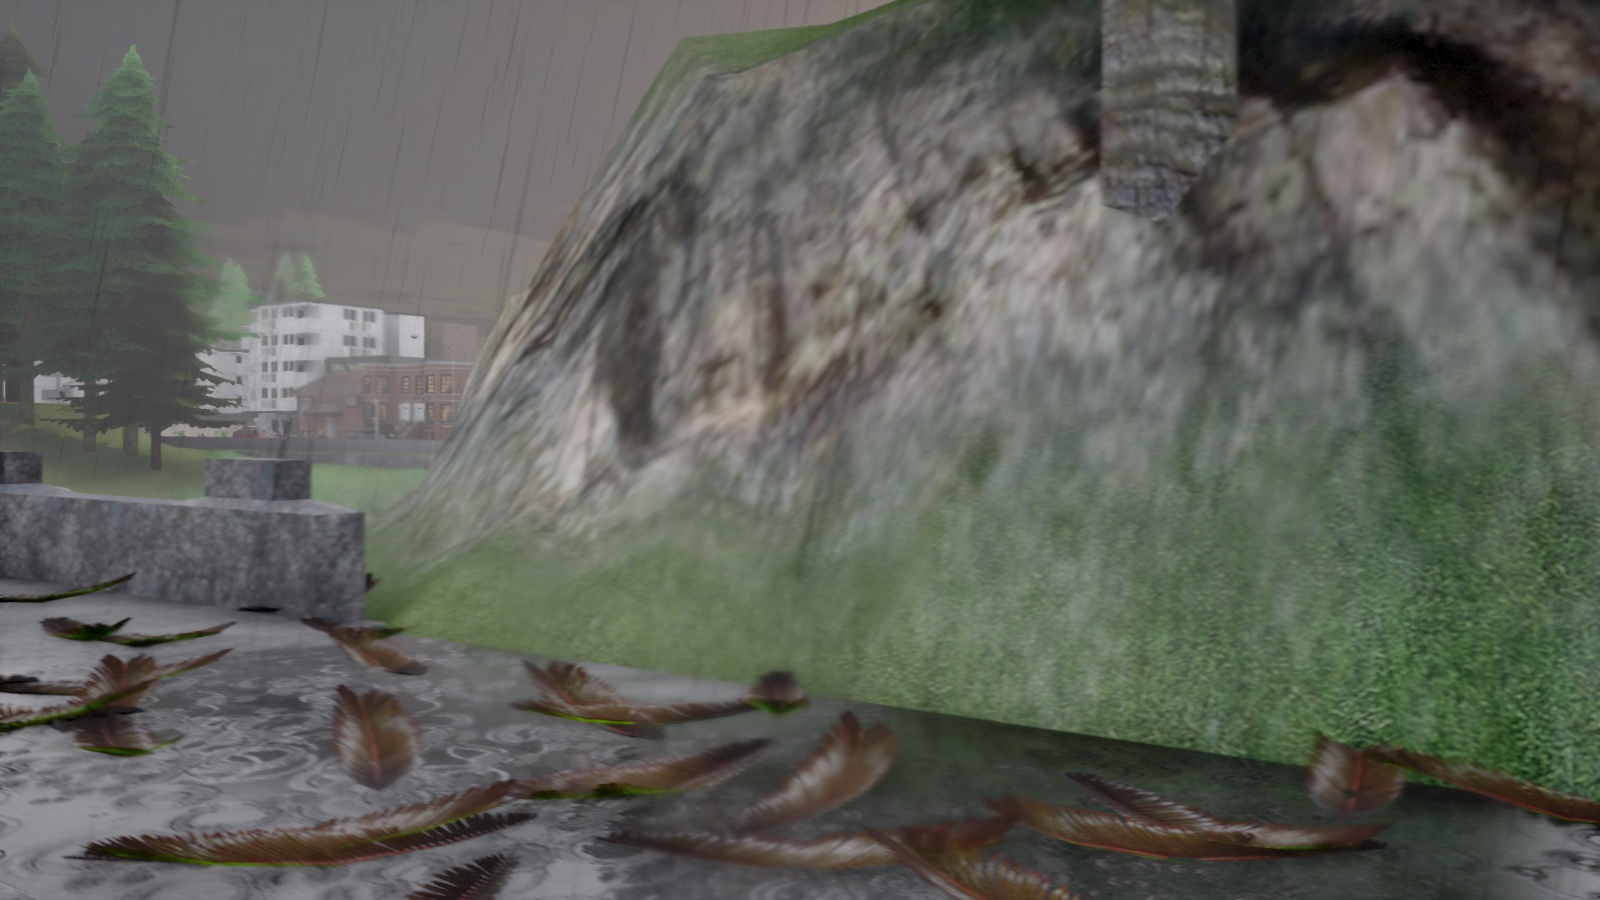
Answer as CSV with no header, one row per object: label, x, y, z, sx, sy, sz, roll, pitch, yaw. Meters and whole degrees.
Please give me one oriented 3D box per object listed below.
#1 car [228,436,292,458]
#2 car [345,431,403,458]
car,-38.419,-0.192,89.259,4.514,1.525,2.007,0,1,34
car,-29.996,-0.408,88.447,3.866,1.878,1.905,0,1,34
